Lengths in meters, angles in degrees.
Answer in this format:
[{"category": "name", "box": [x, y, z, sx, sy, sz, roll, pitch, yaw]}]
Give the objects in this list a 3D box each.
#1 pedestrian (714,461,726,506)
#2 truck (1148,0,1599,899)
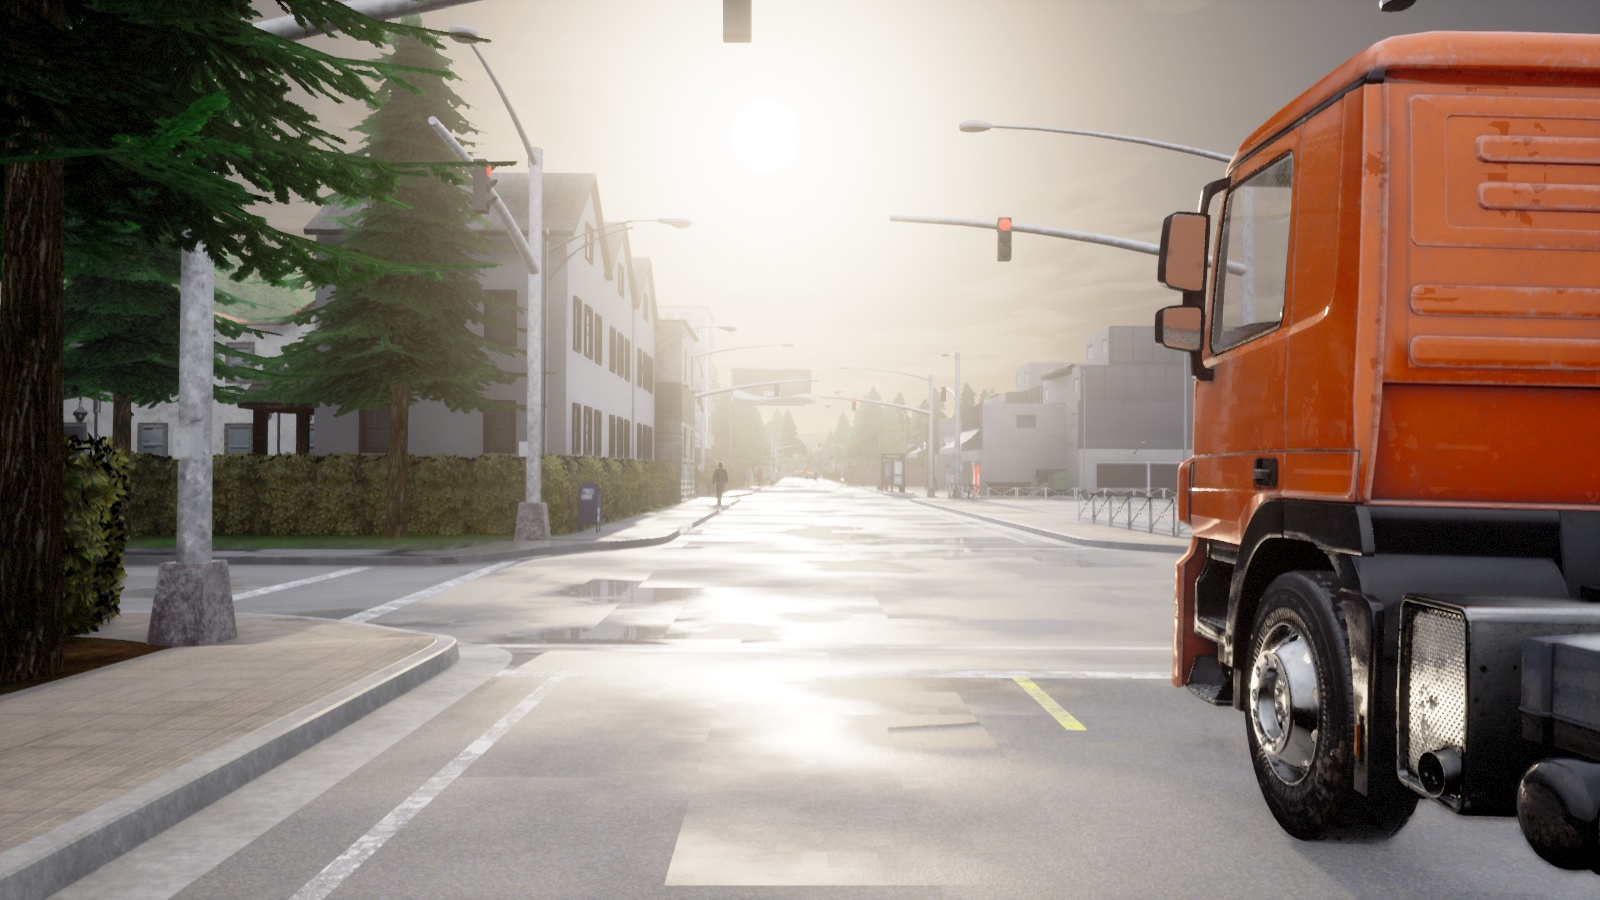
[{"category": "pedestrian", "box": [-3.307, 1.373, 51.860, 0.431, 1.840, 0.703, 0, -1, 0]}, {"category": "truck", "box": [3.468, -0.062, 3.129, 2.891, 3.462, 7.936, 1, 0, 0]}]
